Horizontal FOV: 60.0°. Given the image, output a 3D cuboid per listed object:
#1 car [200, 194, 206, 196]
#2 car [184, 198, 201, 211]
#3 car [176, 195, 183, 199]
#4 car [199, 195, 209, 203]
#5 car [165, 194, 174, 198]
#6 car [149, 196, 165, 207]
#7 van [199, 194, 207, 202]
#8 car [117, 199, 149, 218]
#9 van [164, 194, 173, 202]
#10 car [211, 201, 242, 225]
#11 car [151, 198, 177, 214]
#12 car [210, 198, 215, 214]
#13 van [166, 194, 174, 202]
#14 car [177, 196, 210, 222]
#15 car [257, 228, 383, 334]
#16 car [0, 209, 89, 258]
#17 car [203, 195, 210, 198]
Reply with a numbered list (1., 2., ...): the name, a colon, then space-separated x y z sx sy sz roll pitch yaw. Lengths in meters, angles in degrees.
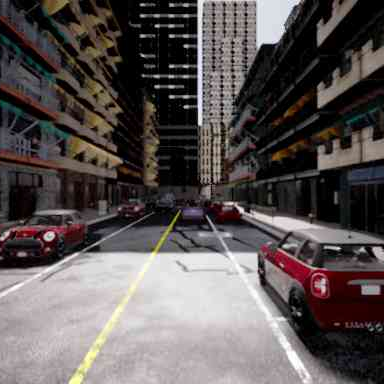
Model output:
1. car: 2.537 1.505 52.407 1.752 1.417 4.829 0 0 0
2. car: 0.073 1.523 42.107 2.033 1.411 5.357 0 0 0
3. car: -2.797 1.380 76.523 2.128 1.511 4.902 0 0 0
4. car: 2.527 1.439 69.305 1.967 1.590 4.097 0 0 0
5. car: -5.353 1.439 69.294 1.967 1.590 4.097 0 0 0
6. car: -5.339 1.543 46.535 1.947 1.339 4.313 0 0 0
7. van: 2.524 1.350 74.995 1.690 1.788 3.998 0 0 0
8. car: -5.327 1.417 29.466 1.967 1.590 4.097 0 0 0
9. van: -5.357 1.350 74.984 1.690 1.788 3.998 0 0 0
10. car: 2.556 1.561 23.789 1.802 1.307 4.206 0 0 0
11. car: -2.868 1.576 35.100 1.895 1.301 4.718 0 0 0
12. car: 2.548 1.557 35.167 1.802 1.307 4.206 0 0 0
13. van: -5.360 1.361 80.674 1.690 1.788 3.998 0 0 0
14. car: 0.085 1.410 25.795 2.033 1.649 4.856 0 0 0
15. car: 2.567 1.432 6.718 1.967 1.590 4.097 0 0 0
16. car: -5.316 1.427 12.396 1.967 1.590 4.097 0 0 0
17. car: 2.541 1.543 46.547 1.947 1.339 4.313 0 0 0
